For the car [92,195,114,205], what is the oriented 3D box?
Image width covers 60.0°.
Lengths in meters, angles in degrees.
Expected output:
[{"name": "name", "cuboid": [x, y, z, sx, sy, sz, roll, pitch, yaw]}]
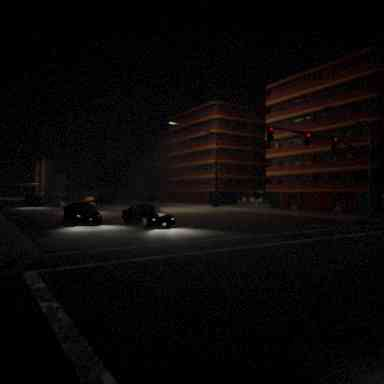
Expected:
[{"name": "car", "cuboid": [-13.739, 1.237, 52.306, 1.812, 1.442, 4.674, 0, 0, -33]}]

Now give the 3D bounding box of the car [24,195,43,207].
[{"name": "car", "cuboid": [-20.917, 1.188, 43.856, 1.837, 1.490, 4.892, 0, 0, -33]}]

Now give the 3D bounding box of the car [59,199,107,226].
[{"name": "car", "cuboid": [-7.904, 1.505, 23.751, 1.812, 1.442, 4.674, 0, 0, -33]}]

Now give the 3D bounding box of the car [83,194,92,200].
[{"name": "car", "cuboid": [-19.204, 1.080, 60.631, 1.882, 1.535, 5.008, 0, 0, -33]}]

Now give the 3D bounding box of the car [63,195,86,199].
[{"name": "car", "cuboid": [-15.110, 1.375, 41.290, 1.895, 1.301, 4.718, 0, 0, -33]}]

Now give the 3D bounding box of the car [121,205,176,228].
[{"name": "car", "cuboid": [-3.133, 1.574, 22.797, 2.033, 1.411, 5.357, 0, 0, -33]}]
